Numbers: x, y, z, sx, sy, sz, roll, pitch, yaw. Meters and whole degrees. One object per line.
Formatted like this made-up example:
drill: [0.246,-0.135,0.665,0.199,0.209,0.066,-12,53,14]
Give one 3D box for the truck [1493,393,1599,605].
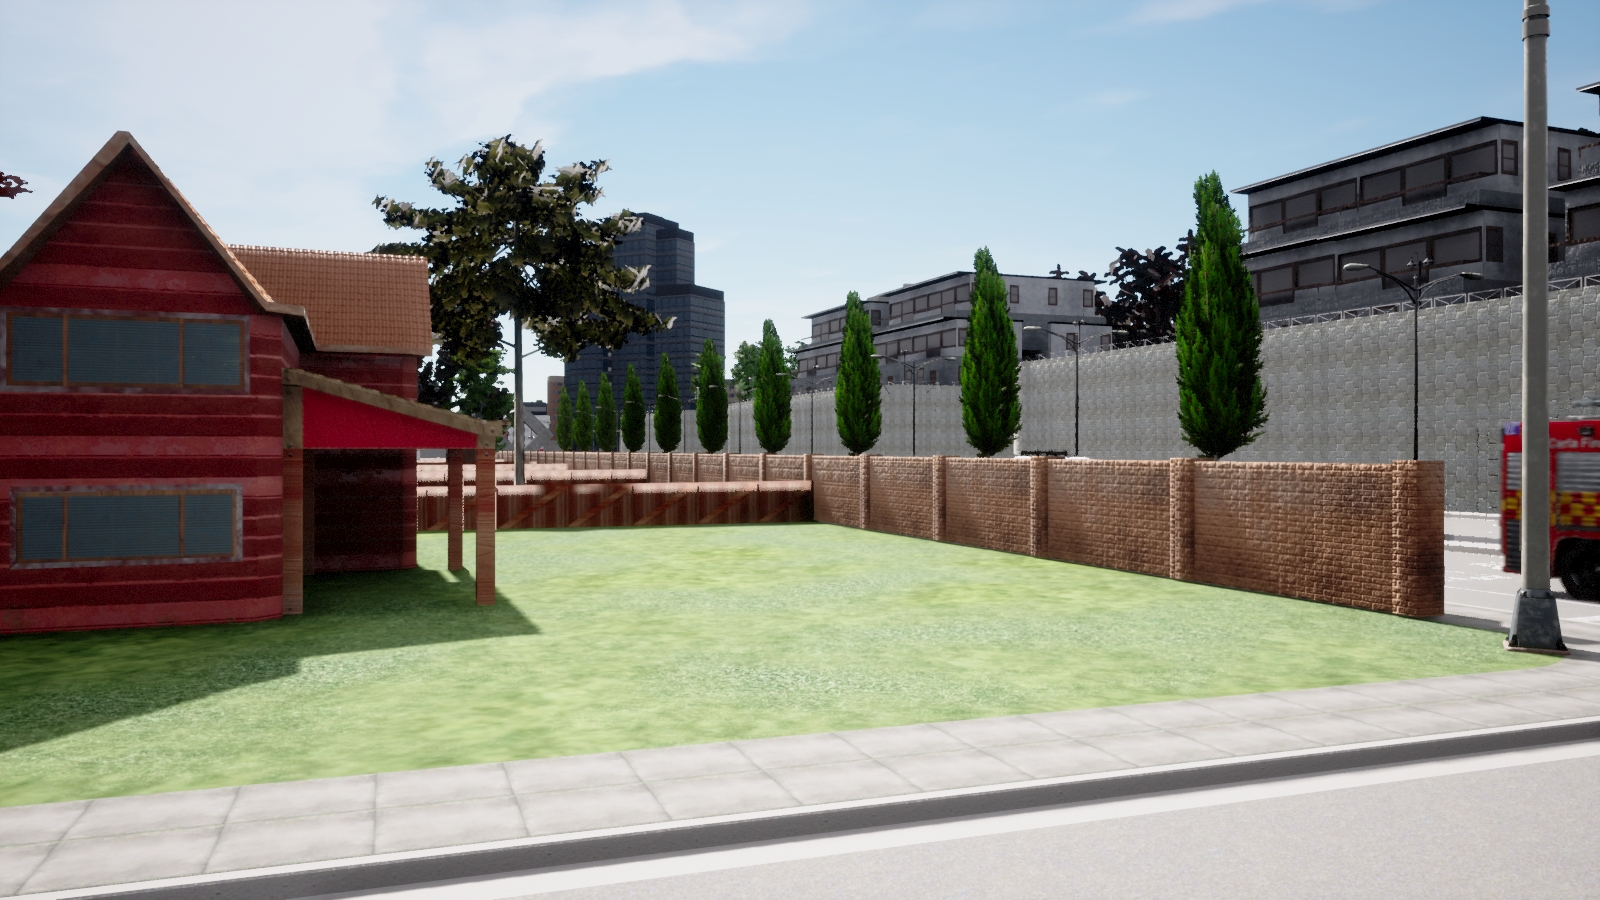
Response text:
truck: [16.590,0.890,19.217,2.891,3.827,8.468,0,0,-20]
